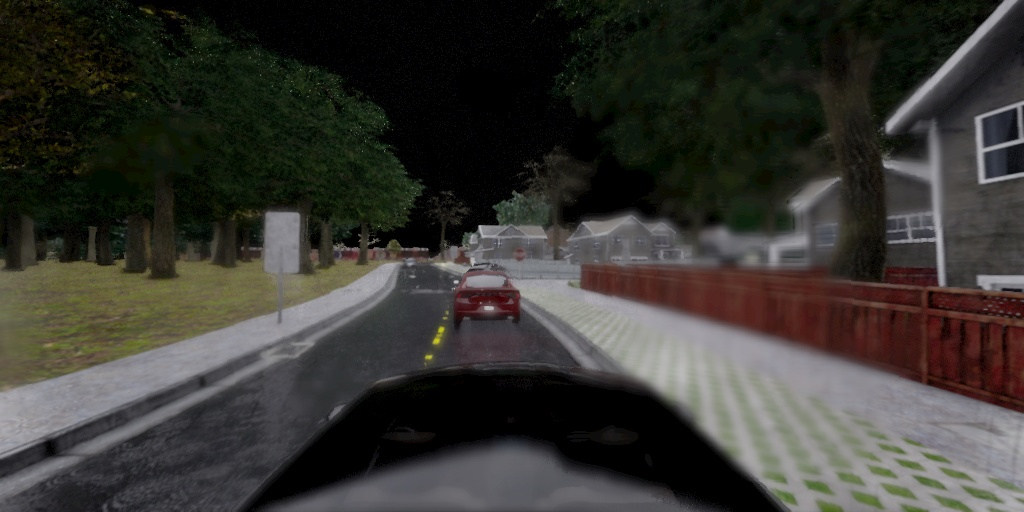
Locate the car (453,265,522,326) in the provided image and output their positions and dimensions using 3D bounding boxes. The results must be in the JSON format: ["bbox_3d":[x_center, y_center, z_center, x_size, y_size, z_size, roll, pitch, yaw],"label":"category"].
[{"bbox_3d":[-0.894,1.219,11.773,1.882,1.535,5.008,0,0,-8],"label":"car"}]

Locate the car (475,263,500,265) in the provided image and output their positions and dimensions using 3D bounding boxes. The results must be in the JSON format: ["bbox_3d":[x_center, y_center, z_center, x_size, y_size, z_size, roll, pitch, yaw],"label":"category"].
[{"bbox_3d":[-1.576,1.197,24.761,1.837,1.490,4.892,-4,0,16],"label":"car"}]

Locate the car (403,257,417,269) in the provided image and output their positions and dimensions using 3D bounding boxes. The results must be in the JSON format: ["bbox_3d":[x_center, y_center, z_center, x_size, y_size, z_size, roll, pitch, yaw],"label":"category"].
[{"bbox_3d":[-13.988,0.963,49.109,2.128,1.511,4.902,1,0,-17],"label":"car"}]
